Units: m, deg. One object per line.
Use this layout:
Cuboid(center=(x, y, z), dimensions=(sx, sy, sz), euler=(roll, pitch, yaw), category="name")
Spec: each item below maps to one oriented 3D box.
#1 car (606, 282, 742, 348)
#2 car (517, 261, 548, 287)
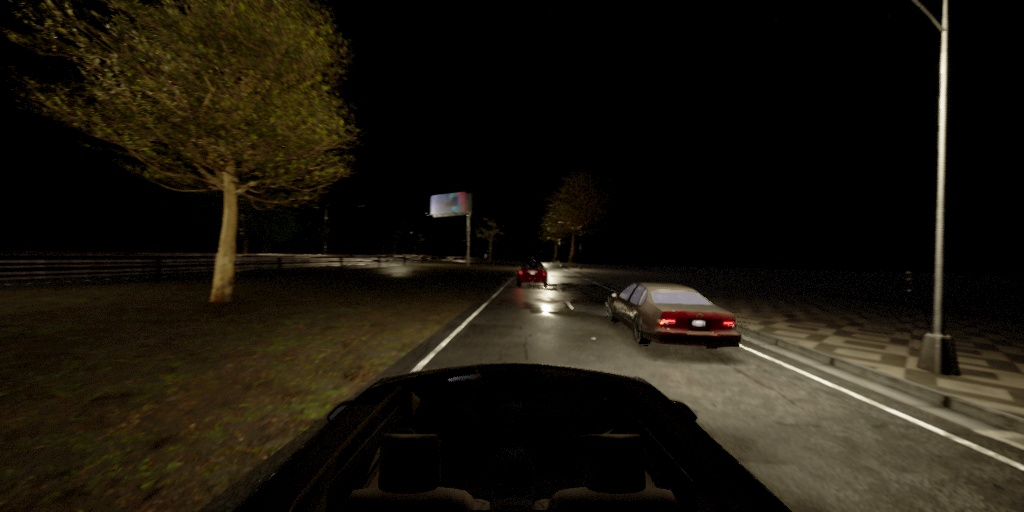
Cuboid(center=(3.962, 1.425, 9.798), dimensions=(2.033, 1.411, 5.357), euler=(2, 0, 4), category="car")
Cuboid(center=(1.500, 1.177, 25.977), dimensions=(2.097, 1.767, 4.553), euler=(2, 0, 4), category="car")
